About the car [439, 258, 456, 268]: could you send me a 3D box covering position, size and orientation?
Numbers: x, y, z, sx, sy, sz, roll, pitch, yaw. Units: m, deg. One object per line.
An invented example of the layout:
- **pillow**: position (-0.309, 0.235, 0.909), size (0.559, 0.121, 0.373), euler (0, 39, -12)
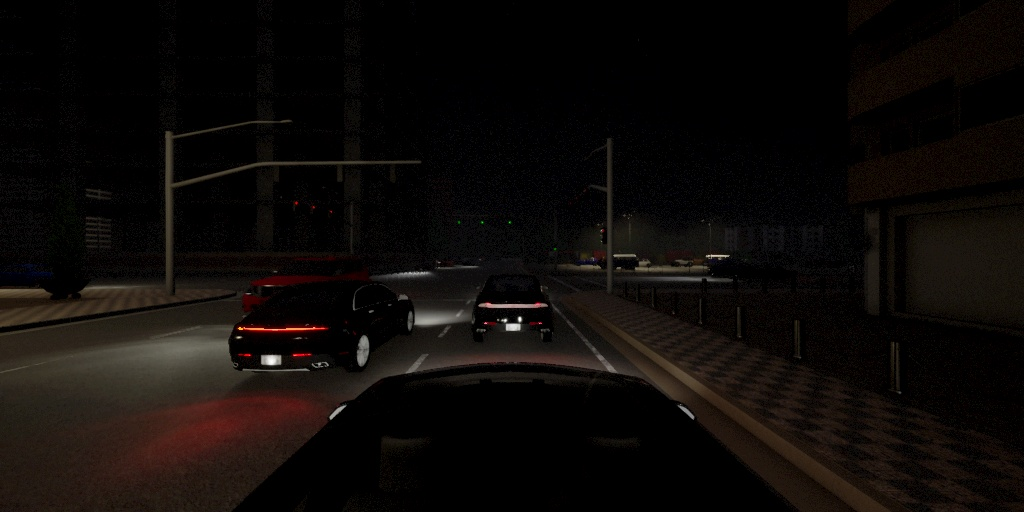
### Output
- **car**: position (-11.439, 1.102, 61.909), size (2.097, 1.767, 4.553), euler (0, 0, 0)

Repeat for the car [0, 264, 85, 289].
- **car**: position (-30.539, 1.283, 23.011), size (5.008, 1.535, 1.882), euler (0, 0, 0)

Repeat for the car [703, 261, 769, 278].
- **car**: position (21.261, 1.406, 34.032), size (4.718, 1.301, 1.895), euler (0, 0, 0)

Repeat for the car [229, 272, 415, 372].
- **car**: position (-3.476, 1.255, 7.601), size (1.837, 1.490, 4.892), euler (0, 0, 0)

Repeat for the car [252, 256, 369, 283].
- **car**: position (-7.097, 1.016, 13.241), size (2.150, 2.045, 5.566), euler (0, 0, -1)

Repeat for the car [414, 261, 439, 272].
- **car**: position (-11.322, 1.351, 46.767), size (1.895, 1.301, 4.718), euler (0, 0, 0)

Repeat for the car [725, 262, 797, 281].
- **car**: position (21.295, 1.406, 30.532), size (4.718, 1.301, 1.895), euler (0, 0, 0)

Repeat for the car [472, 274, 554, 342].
- **car**: position (0.009, 1.242, 9.745), size (2.128, 1.511, 4.902), euler (0, 0, 0)
